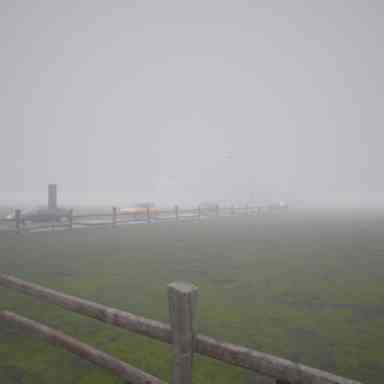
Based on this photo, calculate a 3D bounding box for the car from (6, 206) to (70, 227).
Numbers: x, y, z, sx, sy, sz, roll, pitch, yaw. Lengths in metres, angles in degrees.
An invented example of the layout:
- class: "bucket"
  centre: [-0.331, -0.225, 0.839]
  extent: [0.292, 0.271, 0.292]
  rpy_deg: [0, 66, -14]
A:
- class: "car"
  centre: [-11.756, 1.817, 25.890]
  extent: [2.128, 1.511, 4.902]
  rpy_deg: [-1, -1, 36]

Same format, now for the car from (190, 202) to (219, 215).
- class: "car"
  centre: [1.721, 2.097, 44.908]
  extent: [2.097, 1.767, 4.553]
  rpy_deg: [-1, -1, 35]

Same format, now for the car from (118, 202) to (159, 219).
- class: "car"
  centre: [-5.528, 1.872, 34.681]
  extent: [2.097, 1.767, 4.553]
  rpy_deg: [-1, -1, 35]

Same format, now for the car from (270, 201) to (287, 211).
- class: "car"
  centre: [15.510, 2.427, 59.357]
  extent: [2.097, 1.767, 4.553]
  rpy_deg: [-1, -1, 37]
